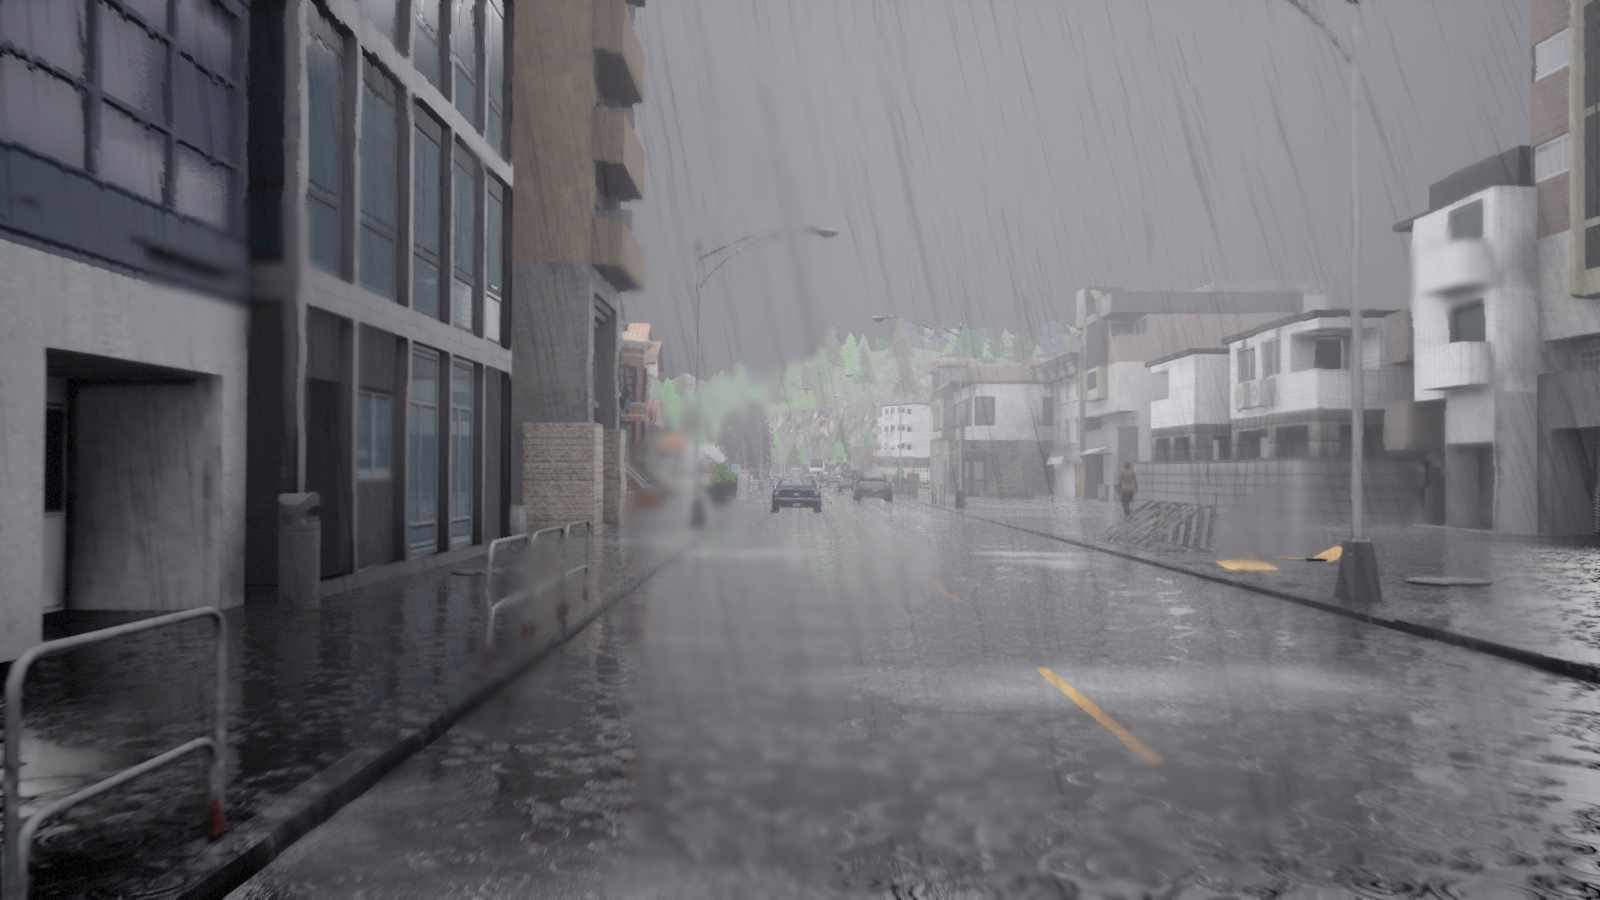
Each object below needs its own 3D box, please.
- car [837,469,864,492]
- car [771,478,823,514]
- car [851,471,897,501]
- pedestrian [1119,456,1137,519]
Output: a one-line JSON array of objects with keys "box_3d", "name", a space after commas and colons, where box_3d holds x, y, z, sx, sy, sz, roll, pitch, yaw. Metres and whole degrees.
[{"box_3d": [3.760, 2.277, 94.318, 1.851, 1.617, 3.988, 0, -1, 0], "name": "car"}, {"box_3d": [-0.118, 1.724, 48.267, 1.895, 1.301, 4.718, 0, -1, 0], "name": "car"}, {"box_3d": [3.837, 1.864, 66.219, 2.128, 1.511, 4.902, 0, -1, 0], "name": "car"}, {"box_3d": [9.641, 1.105, 36.958, 0.331, 1.846, 0.634, 0, -1, -2], "name": "pedestrian"}]
